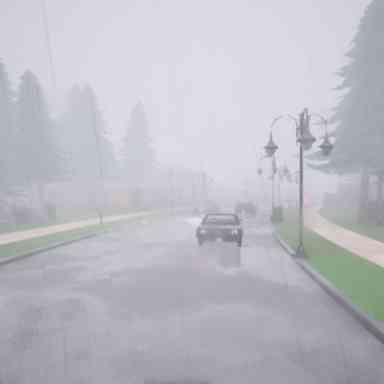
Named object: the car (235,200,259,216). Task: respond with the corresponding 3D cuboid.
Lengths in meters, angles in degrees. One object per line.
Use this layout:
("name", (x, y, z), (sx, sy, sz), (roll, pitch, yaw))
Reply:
("car", (5.413, 1.527, 32.672), (1.837, 1.490, 4.892), (0, 0, 17))

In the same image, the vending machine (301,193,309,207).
("vending machine", (17.269, 1.259, 50.788), (1.100, 2.100, 0.880), (0, 0, 30))

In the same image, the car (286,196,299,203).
("car", (21.366, 1.564, 69.273), (1.812, 1.442, 4.674), (0, 0, 39))

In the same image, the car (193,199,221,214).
("car", (1.556, 1.500, 32.677), (2.128, 1.511, 4.902), (0, 0, 17))

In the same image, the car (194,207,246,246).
("car", (1.388, 1.607, 15.339), (1.895, 1.301, 4.718), (0, 0, 8))
